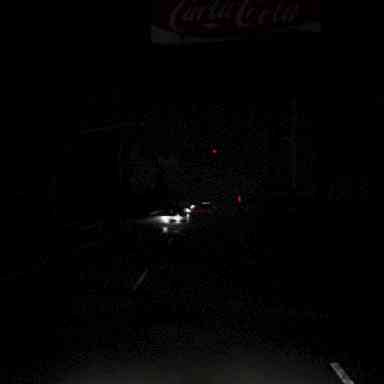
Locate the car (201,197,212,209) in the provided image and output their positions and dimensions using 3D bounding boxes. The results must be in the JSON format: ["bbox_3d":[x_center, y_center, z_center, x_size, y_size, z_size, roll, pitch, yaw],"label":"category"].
[{"bbox_3d":[2.327,1.945,53.267,2.128,1.511,4.902,0,0,3],"label":"car"}]

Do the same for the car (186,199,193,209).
[{"bbox_3d":[-1.295,1.961,52.362,1.812,1.442,4.674,0,-1,3],"label":"car"}]

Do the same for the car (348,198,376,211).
[{"bbox_3d":[24.516,1.755,48.158,1.932,1.855,4.605,0,0,2],"label":"car"}]

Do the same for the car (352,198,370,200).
[{"bbox_3d":[20.903,1.661,40.435,1.905,1.878,3.866,0,0,2],"label":"car"}]

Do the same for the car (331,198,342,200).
[{"bbox_3d":[28.382,1.965,65.393,2.152,1.636,5.027,0,0,2],"label":"car"}]

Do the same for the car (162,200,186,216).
[{"bbox_3d":[-2.049,1.860,35.858,1.994,1.385,4.181,0,0,3],"label":"car"}]
